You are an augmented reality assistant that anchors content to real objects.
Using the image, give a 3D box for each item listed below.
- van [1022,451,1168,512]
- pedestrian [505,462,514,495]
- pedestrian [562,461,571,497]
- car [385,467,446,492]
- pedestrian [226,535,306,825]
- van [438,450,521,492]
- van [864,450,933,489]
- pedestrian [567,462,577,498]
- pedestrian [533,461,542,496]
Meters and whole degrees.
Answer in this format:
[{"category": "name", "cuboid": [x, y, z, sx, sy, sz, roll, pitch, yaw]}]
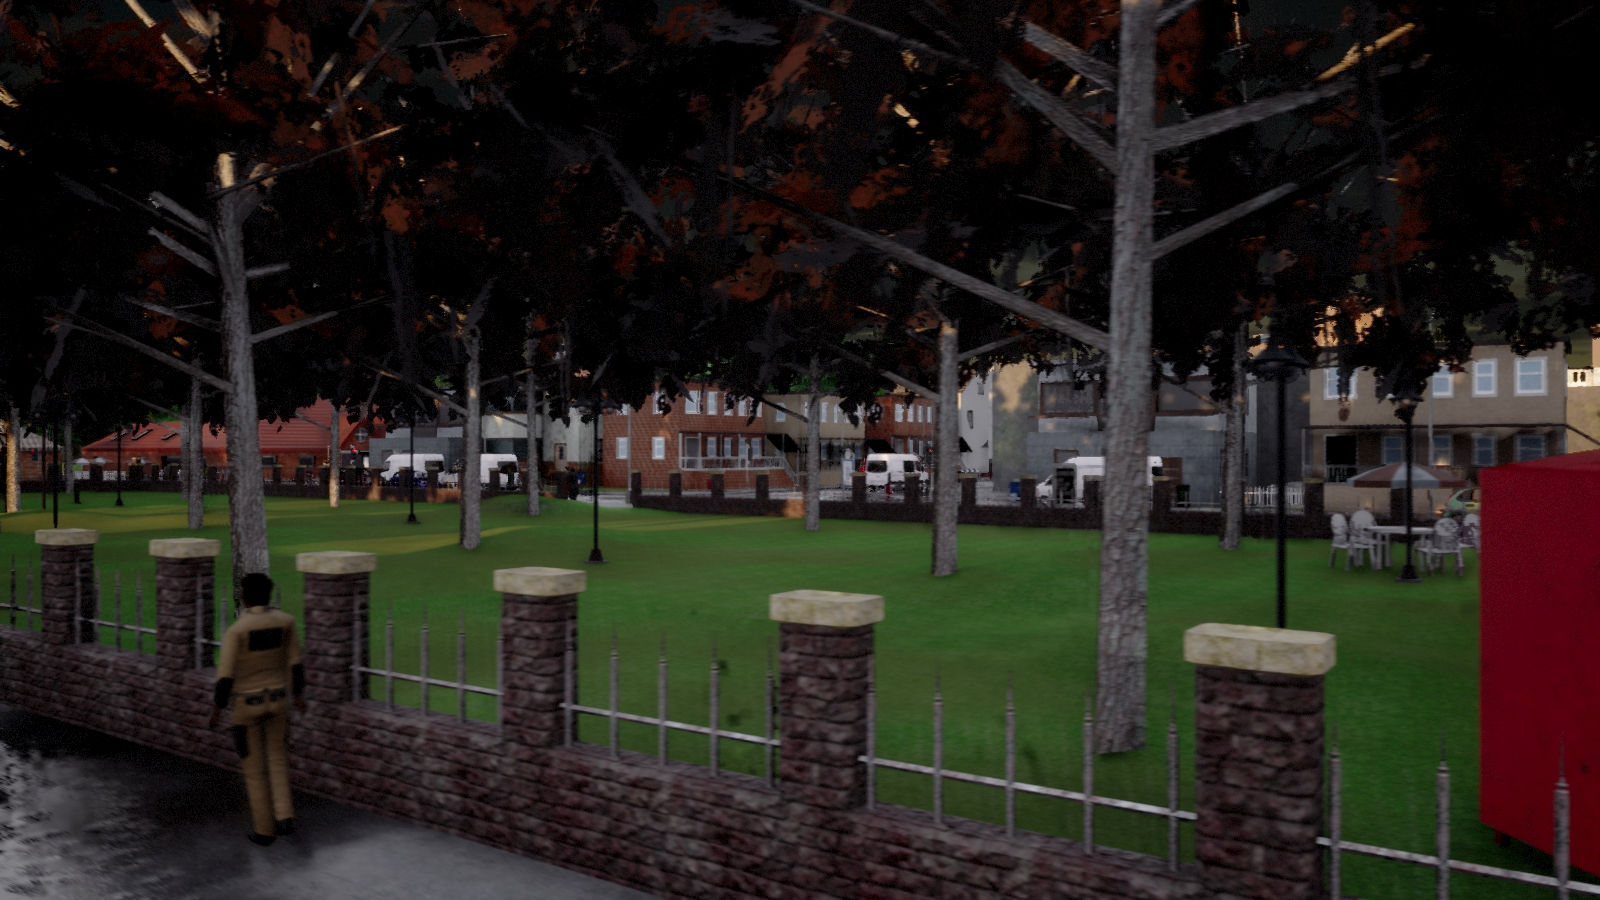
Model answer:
[{"category": "van", "cuboid": [12.949, 1.313, 50.442, 5.915, 2.561, 1.988, 0, 0, 35]}, {"category": "pedestrian", "cuboid": [-16.481, 1.627, 64.836, 0.375, 1.860, 0.375, 0, 0, 36]}, {"category": "pedestrian", "cuboid": [-12.278, 1.524, 60.069, 0.375, 1.860, 0.375, 0, 0, -37]}, {"category": "car", "cuboid": [-24.000, 1.817, 71.267, 3.633, 1.501, 1.845, 0, 0, 36]}, {"category": "pedestrian", "cuboid": [-3.619, 1.525, 7.745, 0.375, 1.860, 0.375, 0, 0, 42]}, {"category": "van", "cuboid": [-20.616, 1.313, 73.282, 5.915, 2.561, 1.988, 0, 0, 38]}, {"category": "van", "cuboid": [6.779, 1.313, 78.007, 1.988, 2.561, 5.915, 0, 0, 36]}, {"category": "pedestrian", "cuboid": [-11.643, 1.524, 58.401, 0.375, 1.860, 0.375, 0, 0, 44]}, {"category": "pedestrian", "cuboid": [-14.124, 1.523, 61.450, 0.375, 1.860, 0.375, 0, 0, -35]}]
